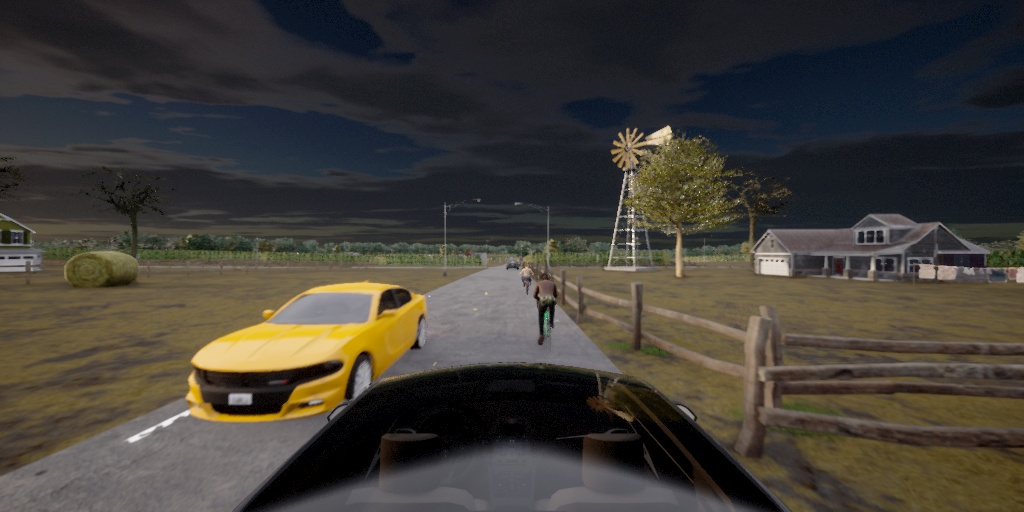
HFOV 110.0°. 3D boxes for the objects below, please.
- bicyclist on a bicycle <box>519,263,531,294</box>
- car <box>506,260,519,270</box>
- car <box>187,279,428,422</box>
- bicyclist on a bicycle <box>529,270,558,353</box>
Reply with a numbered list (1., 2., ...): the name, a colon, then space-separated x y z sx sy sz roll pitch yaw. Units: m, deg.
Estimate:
1. bicyclist on a bicycle: 0.784 1.200 19.090 0.866 1.612 1.509 0 0 0
2. car: 0.093 1.452 61.779 2.097 1.767 4.553 0 -1 0
3. car: -2.851 1.228 6.259 1.882 1.535 5.008 0 0 0
4. bicyclist on a bicycle: 0.757 1.204 7.949 0.582 1.620 1.656 0 0 0
